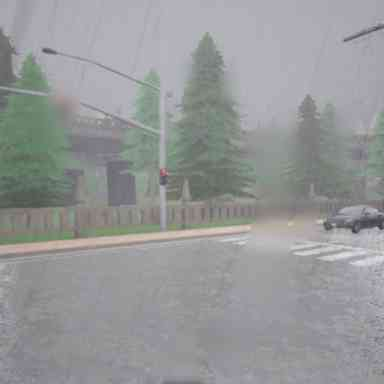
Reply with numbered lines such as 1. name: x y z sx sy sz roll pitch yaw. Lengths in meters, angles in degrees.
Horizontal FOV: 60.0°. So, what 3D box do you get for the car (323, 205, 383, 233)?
1. car: 9.639 1.504 19.416 4.674 1.442 1.812 0 0 -34
